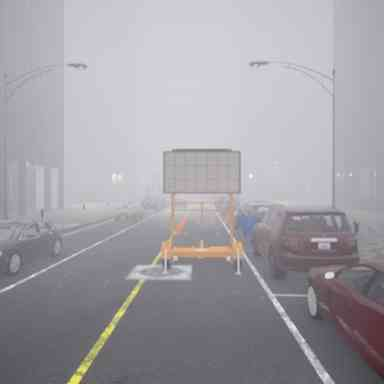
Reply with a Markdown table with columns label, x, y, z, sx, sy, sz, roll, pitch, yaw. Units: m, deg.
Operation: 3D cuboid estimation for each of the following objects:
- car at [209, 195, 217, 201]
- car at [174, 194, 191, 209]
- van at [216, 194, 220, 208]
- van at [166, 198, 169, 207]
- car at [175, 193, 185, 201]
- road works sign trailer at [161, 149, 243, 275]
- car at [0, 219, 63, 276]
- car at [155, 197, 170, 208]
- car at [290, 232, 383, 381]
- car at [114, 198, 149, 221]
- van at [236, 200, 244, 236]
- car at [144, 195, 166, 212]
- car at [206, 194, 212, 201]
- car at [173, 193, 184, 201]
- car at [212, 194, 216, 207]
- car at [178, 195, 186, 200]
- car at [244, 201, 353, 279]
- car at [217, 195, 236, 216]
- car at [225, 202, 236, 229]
| label | x | y | z | sx | sy | sz | roll | pitch | yaw |
| --- | --- | --- | --- | --- | --- | --- | --- | --- | --- |
| car | 5.467 | 1.507 | 86.753 | 1.947 | 1.339 | 4.313 | 0 | 0 | 2 |
| car | -1.704 | 1.447 | 44.283 | 2.128 | 1.511 | 4.902 | 0 | 0 | 2 |
| van | 3.926 | 1.302 | 37.516 | 1.690 | 1.788 | 3.998 | 0 | 0 | 2 |
| van | -4.428 | 1.298 | 43.319 | 1.690 | 1.788 | 3.998 | 0 | 0 | 2 |
| car | -3.054 | 1.257 | 87.030 | 2.192 | 1.841 | 5.009 | 0 | 0 | 2 |
| road works sign trailer | 0.311 | 0.453 | 10.455 | 2.380 | 3.560 | 2.880 | 0 | 0 | 2 |
| car | -5.472 | 1.541 | 10.186 | 2.008 | 1.369 | 4.403 | 0 | 0 | 2 |
| car | -4.258 | 1.478 | 48.671 | 1.752 | 1.417 | 4.829 | 0 | 0 | 2 |
| car | 2.893 | 1.540 | 4.380 | 1.887 | 1.381 | 4.507 | 0 | 0 | 2 |
| car | -4.955 | 1.499 | 26.583 | 1.752 | 1.417 | 4.829 | 0 | 0 | 2 |
| van | 3.237 | 1.324 | 15.425 | 1.690 | 1.788 | 3.998 | 0 | 0 | 2 |
| car | -4.602 | 1.277 | 37.796 | 2.192 | 1.841 | 5.009 | 0 | 0 | 2 |
| car | 5.289 | 1.255 | 81.112 | 2.192 | 1.841 | 5.009 | 0 | 0 | 2 |
| car | -3.231 | 1.256 | 81.389 | 2.192 | 1.841 | 5.009 | 0 | 0 | 2 |
| car | 4.097 | 1.271 | 43.039 | 2.192 | 1.841 | 5.009 | 0 | 0 | 2 |
| car | -2.876 | 1.509 | 92.669 | 1.947 | 1.339 | 4.313 | 0 | 0 | 2 |
| car | 3.064 | 1.304 | 9.902 | 2.192 | 1.841 | 5.009 | 0 | 0 | 2 |
| car | 3.754 | 1.407 | 31.994 | 1.967 | 1.590 | 4.097 | 0 | 0 | 2 |
| car | 3.410 | 1.529 | 20.948 | 2.008 | 1.369 | 4.403 | 0 | 0 | 2 |
